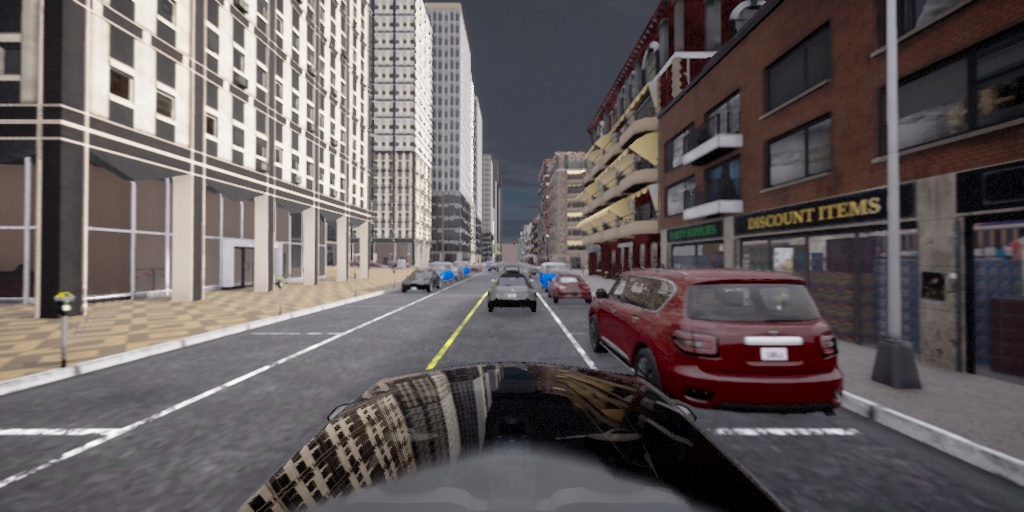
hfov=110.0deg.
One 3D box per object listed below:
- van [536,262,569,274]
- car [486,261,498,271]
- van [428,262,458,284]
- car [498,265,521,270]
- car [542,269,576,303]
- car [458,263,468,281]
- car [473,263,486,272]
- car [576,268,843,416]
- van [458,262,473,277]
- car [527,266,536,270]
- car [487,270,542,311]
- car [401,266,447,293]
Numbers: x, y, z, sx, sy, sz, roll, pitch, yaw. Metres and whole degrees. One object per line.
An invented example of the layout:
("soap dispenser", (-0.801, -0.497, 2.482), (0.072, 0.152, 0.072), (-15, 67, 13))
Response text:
("van", (2.683, 1.317, 22.999), (1.690, 1.789, 3.998), (0, 0, 0))
("car", (-3.032, 1.924, 59.354), (2.033, 1.411, 5.357), (0, -1, 0))
("van", (-5.700, 1.378, 28.644), (1.690, 1.789, 3.998), (0, 0, 0))
("car", (0.010, 1.563, 30.339), (1.837, 1.490, 4.892), (0, 0, 0))
("car", (2.684, 1.498, 17.351), (1.802, 1.307, 4.207), (0, 0, 0))
("car", (-5.702, 1.649, 34.293), (2.007, 1.370, 4.403), (0, 0, 0))
("car", (-5.710, 1.789, 56.886), (1.967, 1.591, 4.097), (0, 0, 0))
("car", (2.689, 1.111, 6.054), (2.192, 1.841, 5.009), (0, 0, 0))
("van", (-5.704, 1.501, 39.941), (1.690, 1.789, 3.998), (0, 0, 0))
("car", (2.677, 1.711, 39.943), (2.007, 1.370, 4.403), (0, 0, 0))
("car", (0.018, 1.459, 15.332), (1.994, 1.385, 4.181), (0, -1, 0))
("car", (-5.698, 1.542, 22.996), (1.948, 1.339, 4.313), (0, 0, 0))
